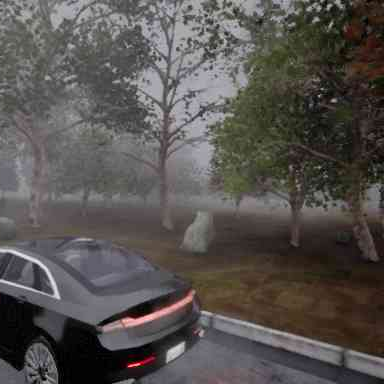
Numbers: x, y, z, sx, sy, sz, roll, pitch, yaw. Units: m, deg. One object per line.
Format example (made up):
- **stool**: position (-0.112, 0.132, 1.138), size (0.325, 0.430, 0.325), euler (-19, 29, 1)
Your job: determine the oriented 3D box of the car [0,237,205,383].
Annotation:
- **car**: position (-2.137, 1.427, 4.905), size (4.902, 1.511, 2.128), euler (1, 1, 36)
